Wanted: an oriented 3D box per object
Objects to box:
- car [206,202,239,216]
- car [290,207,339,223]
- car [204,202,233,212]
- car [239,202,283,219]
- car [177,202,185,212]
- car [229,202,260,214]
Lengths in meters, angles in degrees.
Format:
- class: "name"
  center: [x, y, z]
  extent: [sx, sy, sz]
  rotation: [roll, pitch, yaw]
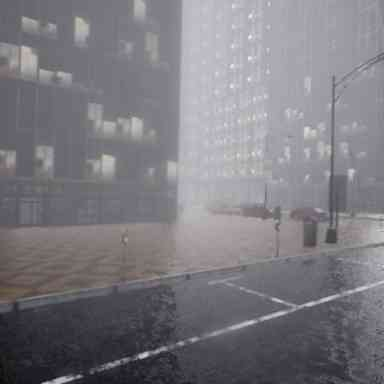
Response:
- class: "car"
  center: [3.907, 1.970, 37.518]
  extent: [1.752, 1.417, 4.829]
  rotation: [1, -1, -35]
- class: "car"
  center: [10.322, 1.918, 28.341]
  extent: [1.802, 1.307, 4.206]
  rotation: [1, -1, -35]
- class: "car"
  center: [4.066, 2.317, 51.910]
  extent: [1.752, 1.417, 4.829]
  rotation: [1, -1, -35]
- class: "car"
  center: [7.067, 1.831, 33.001]
  extent: [1.967, 1.590, 4.097]
  rotation: [1, -1, -35]
- class: "car"
  center: [-2.703, 1.997, 46.974]
  extent: [1.967, 1.590, 4.097]
  rotation: [1, -1, -35]
- class: "car"
  center: [7.420, 2.175, 47.115]
  extent: [1.967, 1.590, 4.097]
  rotation: [1, -1, -35]
